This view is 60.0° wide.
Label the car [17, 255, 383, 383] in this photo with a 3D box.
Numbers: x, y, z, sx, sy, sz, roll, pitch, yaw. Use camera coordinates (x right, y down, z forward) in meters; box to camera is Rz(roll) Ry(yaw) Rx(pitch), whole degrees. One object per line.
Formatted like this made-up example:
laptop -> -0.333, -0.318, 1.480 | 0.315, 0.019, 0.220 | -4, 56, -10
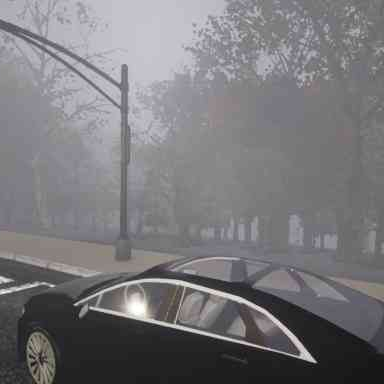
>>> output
car -> 0.017, 1.491, 3.688 | 4.902, 1.511, 2.128 | 0, 0, 34
